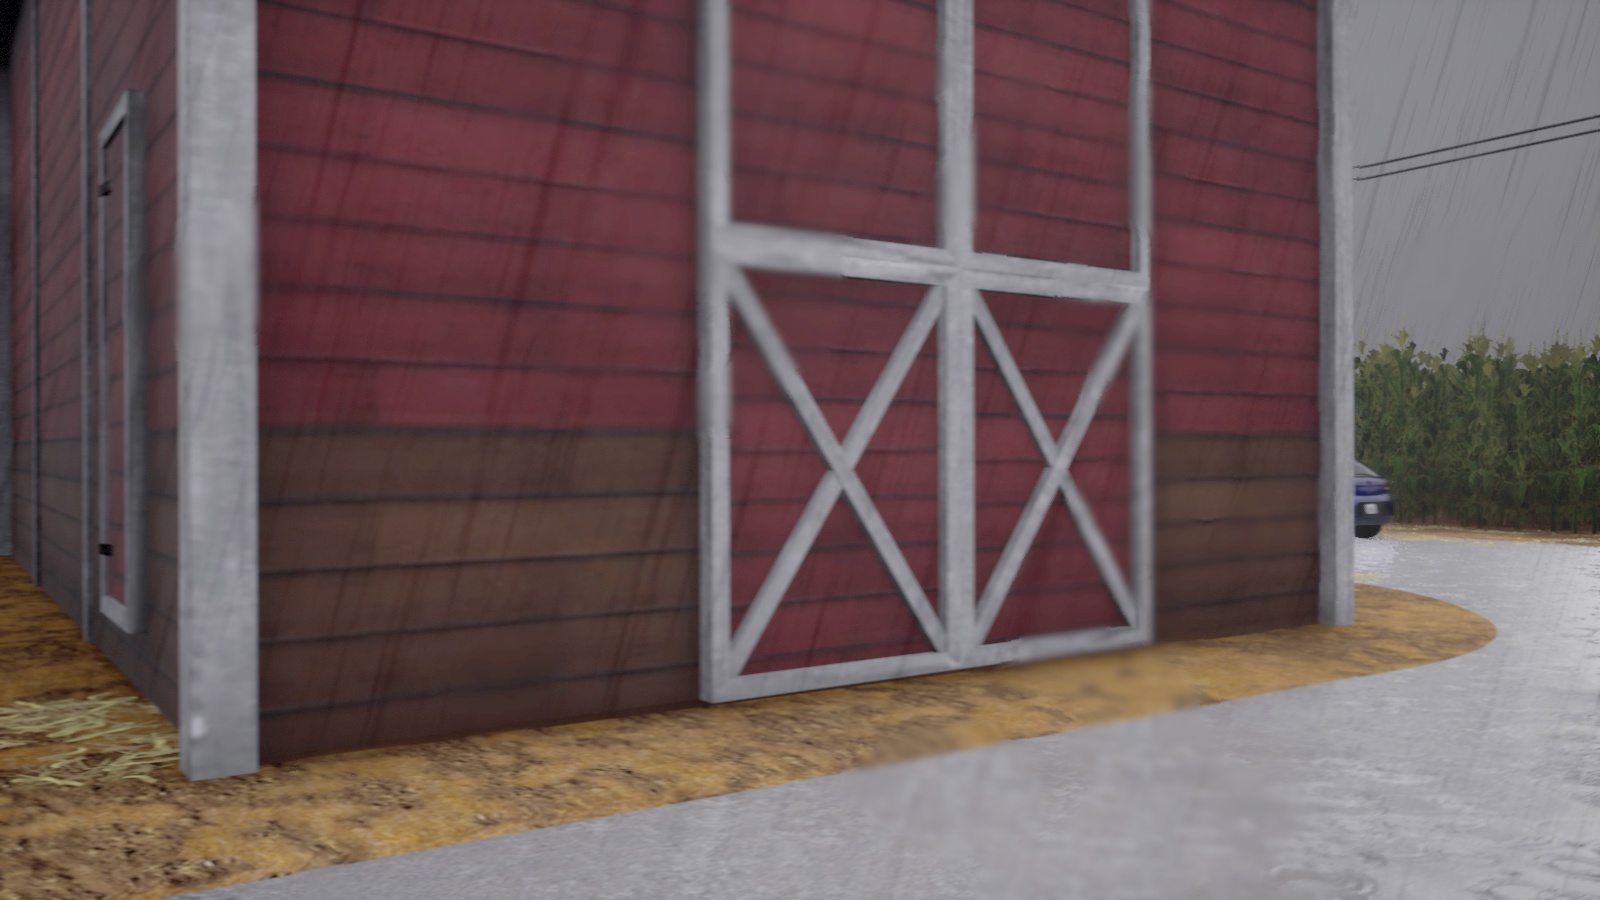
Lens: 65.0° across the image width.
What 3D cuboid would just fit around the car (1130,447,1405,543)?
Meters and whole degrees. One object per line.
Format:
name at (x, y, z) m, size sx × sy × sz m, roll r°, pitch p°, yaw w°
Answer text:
car at (7.917, 0.702, 21.649) m, size 1.816 × 1.474 × 4.193 m, roll 0°, pitch 0°, yaw -32°
